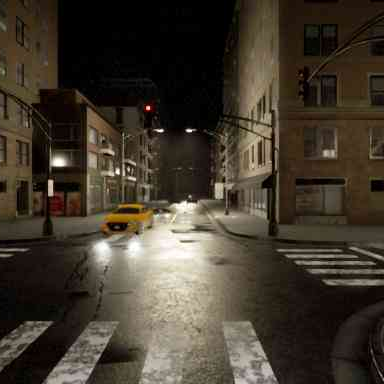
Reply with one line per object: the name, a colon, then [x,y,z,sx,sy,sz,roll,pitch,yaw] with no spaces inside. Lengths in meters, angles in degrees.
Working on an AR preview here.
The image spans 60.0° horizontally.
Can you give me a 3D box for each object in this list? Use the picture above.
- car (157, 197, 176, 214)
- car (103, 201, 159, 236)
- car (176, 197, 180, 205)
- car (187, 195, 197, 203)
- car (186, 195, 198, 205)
car: [-3.148,1.523,36.048,2.033,1.411,5.357,0,0,0]
car: [-3.417,1.469,18.675,1.882,1.535,5.008,0,0,5]
car: [-3.085,1.519,58.069,1.994,1.385,4.181,0,0,0]
car: [0.006,1.435,69.617,2.128,1.511,4.902,0,0,0]
car: [0.022,1.445,59.254,2.128,1.511,4.902,0,0,0]
